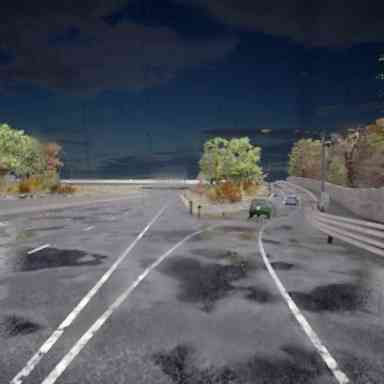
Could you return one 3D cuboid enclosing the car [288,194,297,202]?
[{"bbox_3d":[22.947,1.311,76.304,1.882,1.535,5.008,0,4,16],"label":"car"}]

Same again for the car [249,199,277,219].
[{"bbox_3d":[7.724,1.819,35.931,2.150,2.045,5.566,0,-1,23],"label":"car"}]

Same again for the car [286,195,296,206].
[{"bbox_3d":[19.988,1.953,67.087,1.994,1.385,4.181,1,3,18],"label":"car"}]

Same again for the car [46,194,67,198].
[{"bbox_3d":[-23.715,1.233,59.630,2.097,1.767,4.553,0,0,-2],"label":"car"}]

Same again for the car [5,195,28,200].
[{"bbox_3d":[-23.053,1.399,42.874,1.812,1.442,4.674,0,0,-2],"label":"car"}]

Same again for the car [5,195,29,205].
[{"bbox_3d":[-30.669,1.342,58.512,1.837,1.490,4.892,0,1,-2],"label":"car"}]

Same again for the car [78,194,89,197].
[{"bbox_3d":[-24.355,1.255,74.844,1.837,1.490,4.892,0,0,-2],"label":"car"}]
